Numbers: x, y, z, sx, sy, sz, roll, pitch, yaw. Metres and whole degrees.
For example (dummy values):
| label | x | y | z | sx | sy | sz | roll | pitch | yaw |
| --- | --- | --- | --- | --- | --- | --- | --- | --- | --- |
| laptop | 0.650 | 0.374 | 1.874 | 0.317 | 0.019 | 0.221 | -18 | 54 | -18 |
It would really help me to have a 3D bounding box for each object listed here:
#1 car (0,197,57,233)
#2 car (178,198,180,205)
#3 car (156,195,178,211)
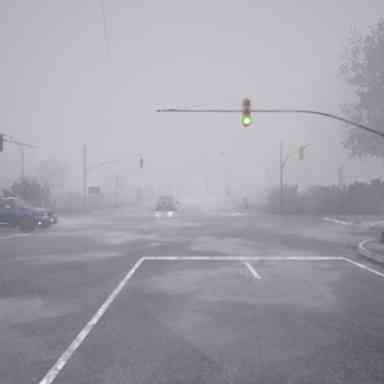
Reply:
| label | x | y | z | sx | sy | sz | roll | pitch | yaw |
| --- | --- | --- | --- | --- | --- | --- | --- | --- | --- |
| car | -11.127 | 1.341 | 20.021 | 5.566 | 2.045 | 2.150 | 0 | 0 | 3 |
| car | -3.358 | 1.874 | 66.749 | 2.033 | 1.411 | 5.357 | 0 | 0 | 1 |
| car | -3.491 | 1.432 | 44.300 | 2.150 | 2.045 | 5.566 | 0 | 1 | 0 |
